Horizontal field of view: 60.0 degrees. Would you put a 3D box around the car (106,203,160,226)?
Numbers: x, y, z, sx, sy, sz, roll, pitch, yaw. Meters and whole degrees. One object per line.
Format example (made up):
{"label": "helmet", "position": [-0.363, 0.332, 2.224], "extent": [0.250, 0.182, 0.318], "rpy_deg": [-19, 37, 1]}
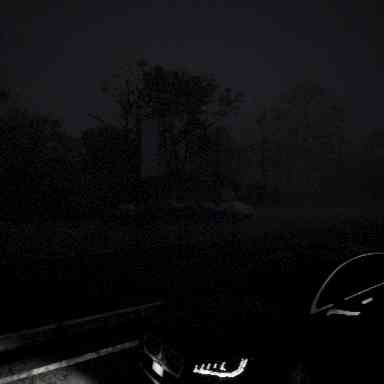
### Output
{"label": "car", "position": [-4.459, 1.515, 23.345], "extent": [2.002, 1.452, 4.674], "rpy_deg": [0, 0, -35]}

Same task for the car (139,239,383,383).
{"label": "car", "position": [1.639, 1.516, 4.727], "extent": [4.892, 1.490, 1.837], "rpy_deg": [0, 0, -35]}

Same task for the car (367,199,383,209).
{"label": "car", "position": [26.669, 1.603, 45.458], "extent": [2.097, 1.535, 5.008], "rpy_deg": [0, 0, -35]}

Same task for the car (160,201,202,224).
{"label": "car", "position": [-1.787, 1.487, 25.240], "extent": [2.231, 1.521, 4.892], "rpy_deg": [0, 0, -35]}

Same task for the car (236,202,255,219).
{"label": "car", "position": [3.446, 1.546, 28.962], "extent": [2.002, 1.452, 4.674], "rpy_deg": [0, 0, -35]}

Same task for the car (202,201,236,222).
{"label": "car", "position": [0.875, 1.496, 27.145], "extent": [2.097, 1.535, 5.008], "rpy_deg": [0, 0, -35]}
